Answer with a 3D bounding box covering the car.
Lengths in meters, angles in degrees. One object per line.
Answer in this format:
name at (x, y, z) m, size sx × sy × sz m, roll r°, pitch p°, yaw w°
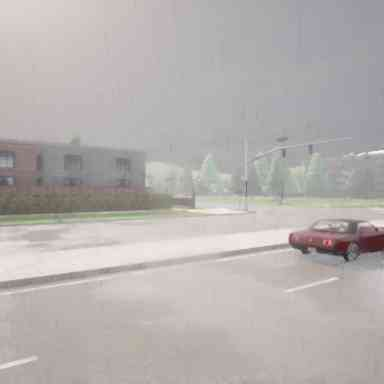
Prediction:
car at (5.767, 1.622, 12.204) m, size 4.718 × 1.301 × 1.895 m, roll 0°, pitch 0°, yaw -35°
